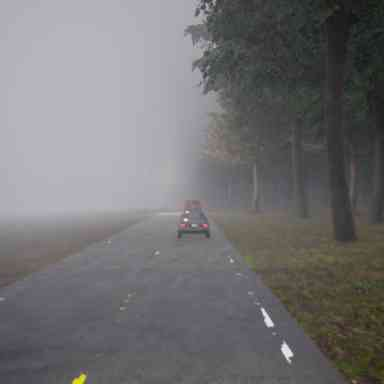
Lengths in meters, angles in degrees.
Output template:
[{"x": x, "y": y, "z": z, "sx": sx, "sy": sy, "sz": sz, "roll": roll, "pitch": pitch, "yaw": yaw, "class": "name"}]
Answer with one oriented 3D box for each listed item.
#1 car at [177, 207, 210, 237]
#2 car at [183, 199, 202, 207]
[{"x": 0.089, "y": 1.866, "z": 20.056, "sx": 2.033, "sy": 1.411, "sz": 5.357, "roll": 0, "pitch": -1, "yaw": 0, "class": "car"}, {"x": 0.074, "y": 1.901, "z": 40.567, "sx": 2.150, "sy": 2.045, "sz": 5.566, "roll": 0, "pitch": -1, "yaw": 0, "class": "car"}]
